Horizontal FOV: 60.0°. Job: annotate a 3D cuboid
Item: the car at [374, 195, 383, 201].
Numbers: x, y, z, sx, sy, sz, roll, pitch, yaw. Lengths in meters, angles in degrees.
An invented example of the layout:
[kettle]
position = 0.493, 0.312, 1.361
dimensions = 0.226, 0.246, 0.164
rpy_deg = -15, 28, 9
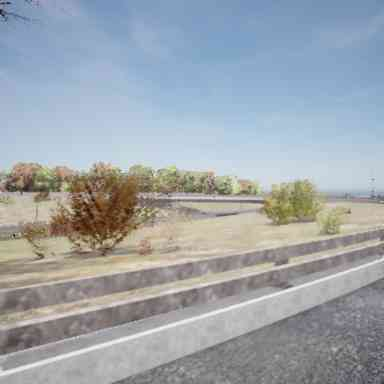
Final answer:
[car]
position = 43.972, 1.457, 76.803
dimensions = 1.837, 1.490, 4.892
rpy_deg = 0, 0, 3
